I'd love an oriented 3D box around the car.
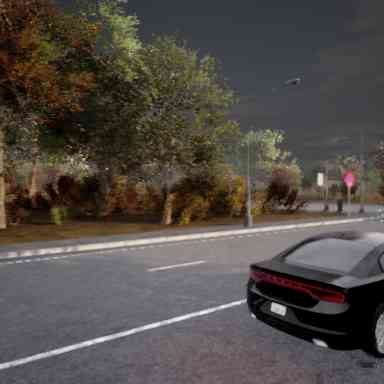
[{"bbox_3d":[3.209,1.451,6.037,5.008,1.535,1.882,0,0,-36],"label":"car"}]
